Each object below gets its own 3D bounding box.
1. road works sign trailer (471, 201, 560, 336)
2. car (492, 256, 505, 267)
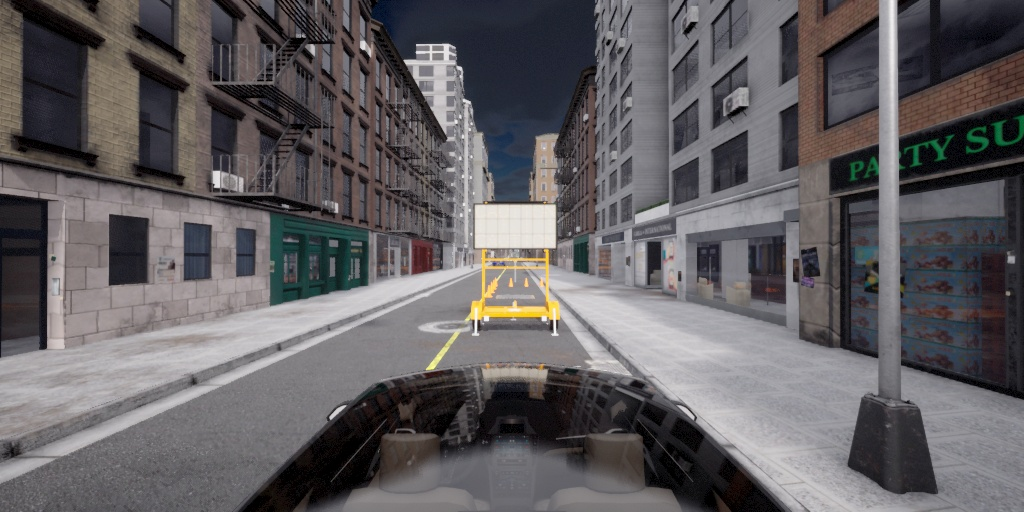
[{"bbox_3d":[0.097,0.214,10.428,2.380,3.560,2.880,0,0,1],"label":"road works sign trailer"},{"bbox_3d":[-2.404,0.943,65.148,2.150,2.045,5.566,0,0,1],"label":"car"}]
